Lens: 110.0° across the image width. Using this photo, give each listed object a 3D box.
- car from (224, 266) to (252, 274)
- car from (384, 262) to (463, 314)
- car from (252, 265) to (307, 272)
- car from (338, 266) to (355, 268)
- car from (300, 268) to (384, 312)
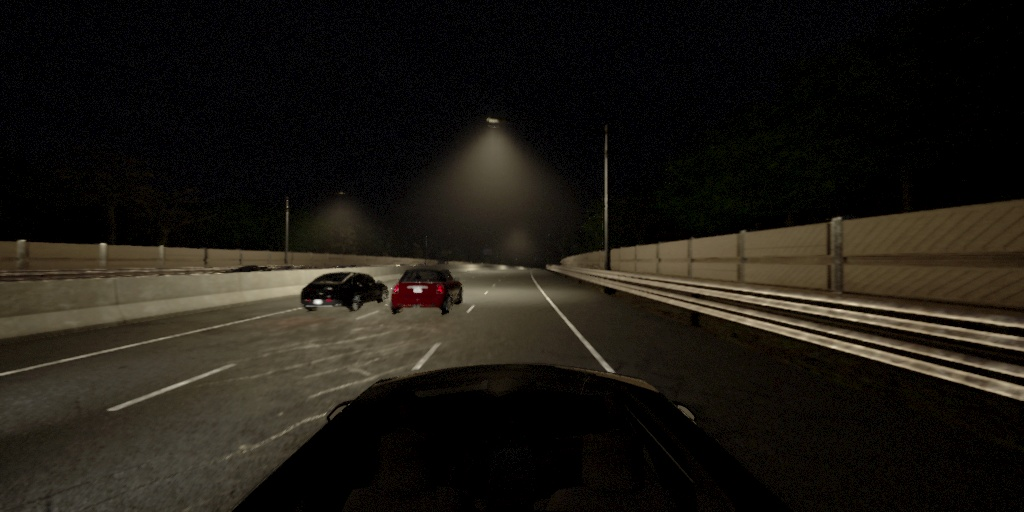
[{"bbox_3d":[-24.168,1.634,33.089,1.837,1.490,4.892,0,-1,2],"label":"car"},{"bbox_3d":[-3.321,1.260,14.809,2.097,1.767,4.553,0,-1,1],"label":"car"},{"bbox_3d":[-20.675,1.621,32.809,2.128,1.511,4.902,0,-1,2],"label":"car"},{"bbox_3d":[-17.074,1.732,36.440,2.033,1.411,5.357,0,-1,2],"label":"car"},{"bbox_3d":[-6.820,1.411,15.085,1.837,1.490,4.892,0,-1,1],"label":"car"}]
